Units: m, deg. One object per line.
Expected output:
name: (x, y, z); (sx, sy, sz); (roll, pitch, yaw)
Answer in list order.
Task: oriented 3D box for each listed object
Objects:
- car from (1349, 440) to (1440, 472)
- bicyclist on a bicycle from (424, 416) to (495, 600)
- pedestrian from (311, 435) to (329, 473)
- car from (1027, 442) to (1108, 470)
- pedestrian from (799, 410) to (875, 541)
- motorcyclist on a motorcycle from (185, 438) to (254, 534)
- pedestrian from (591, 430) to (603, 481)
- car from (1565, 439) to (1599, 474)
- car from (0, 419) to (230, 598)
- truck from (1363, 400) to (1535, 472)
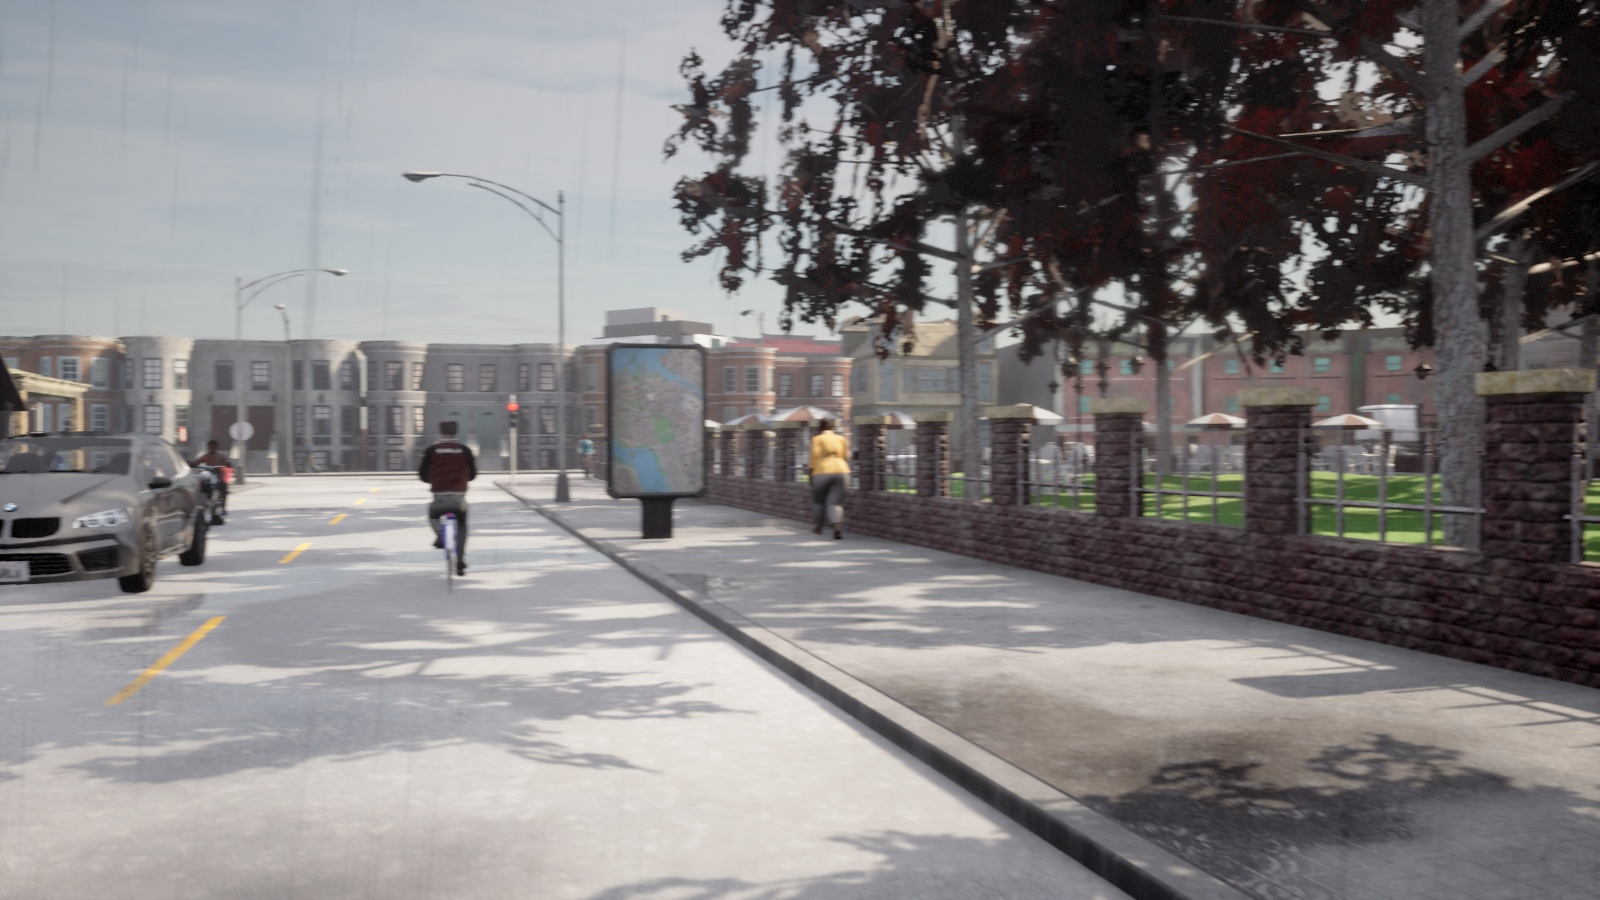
car: (29.290, 0.291, 61.947); (1.789, 1.549, 3.705); (0, 0, -33)
bicyclist on a bicycle: (-3.558, 0.555, 13.094); (0.659, 1.776, 1.843); (0, 1, -16)
pedestrian: (-23.374, 0.187, 61.171); (0.726, 1.842, 0.402); (0, 0, -11)
car: (14.502, 0.288, 68.198); (3.806, 1.475, 1.970); (0, 0, -15)
pedestrian: (0.526, 0.353, 18.277); (0.874, 1.855, 0.900); (0, 0, -16)
motorcyclist on a motorcycle: (-10.437, 0.603, 22.660); (0.766, 1.649, 2.350); (0, 1, -16)
pedestrian: (-7.751, 0.213, 47.925); (0.396, 1.930, 0.692); (0, 0, -14)
car: (35.942, 0.291, 54.174); (2.128, 1.511, 4.902); (0, 0, -16)
car: (-7.955, 0.538, 13.955); (2.242, 1.667, 4.611); (0, 0, -15)
truck: (32.883, -0.692, 64.053); (2.891, 3.462, 7.936); (0, 0, -20)
